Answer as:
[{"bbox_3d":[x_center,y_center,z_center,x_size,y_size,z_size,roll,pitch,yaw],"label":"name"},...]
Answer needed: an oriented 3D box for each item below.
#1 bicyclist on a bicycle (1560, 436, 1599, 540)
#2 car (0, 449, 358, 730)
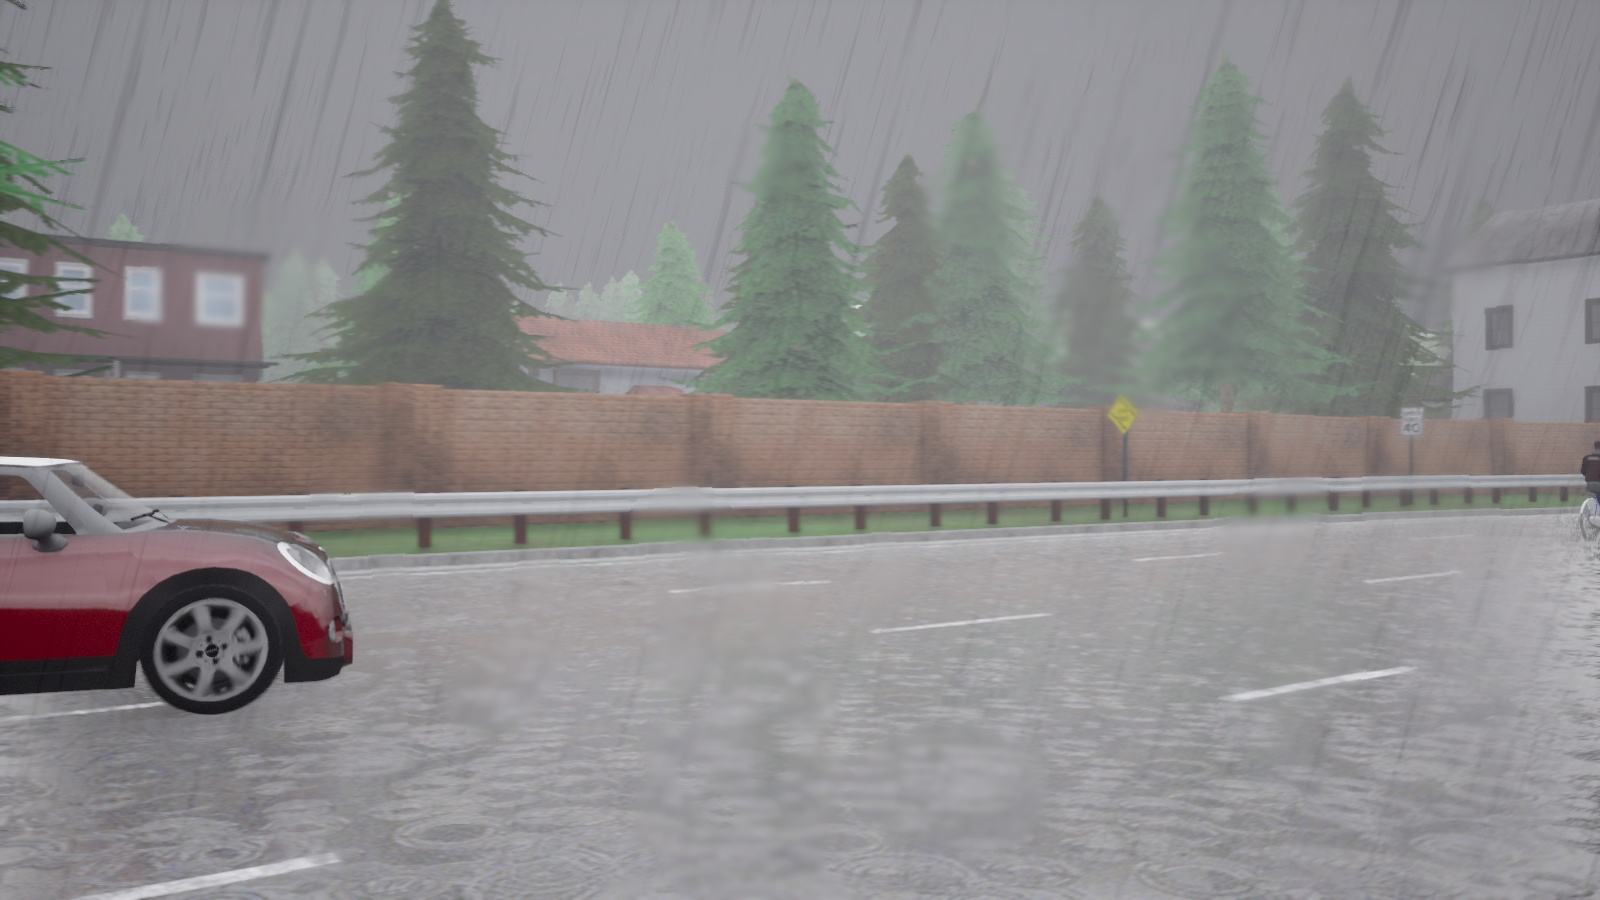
[{"bbox_3d":[14.130,0.640,22.023,1.843,1.776,0.659,0,0,-35],"label":"bicyclist on a bicycle"},{"bbox_3d":[-4.677,0.738,7.472,3.806,1.475,1.970,0,0,-21],"label":"car"}]
